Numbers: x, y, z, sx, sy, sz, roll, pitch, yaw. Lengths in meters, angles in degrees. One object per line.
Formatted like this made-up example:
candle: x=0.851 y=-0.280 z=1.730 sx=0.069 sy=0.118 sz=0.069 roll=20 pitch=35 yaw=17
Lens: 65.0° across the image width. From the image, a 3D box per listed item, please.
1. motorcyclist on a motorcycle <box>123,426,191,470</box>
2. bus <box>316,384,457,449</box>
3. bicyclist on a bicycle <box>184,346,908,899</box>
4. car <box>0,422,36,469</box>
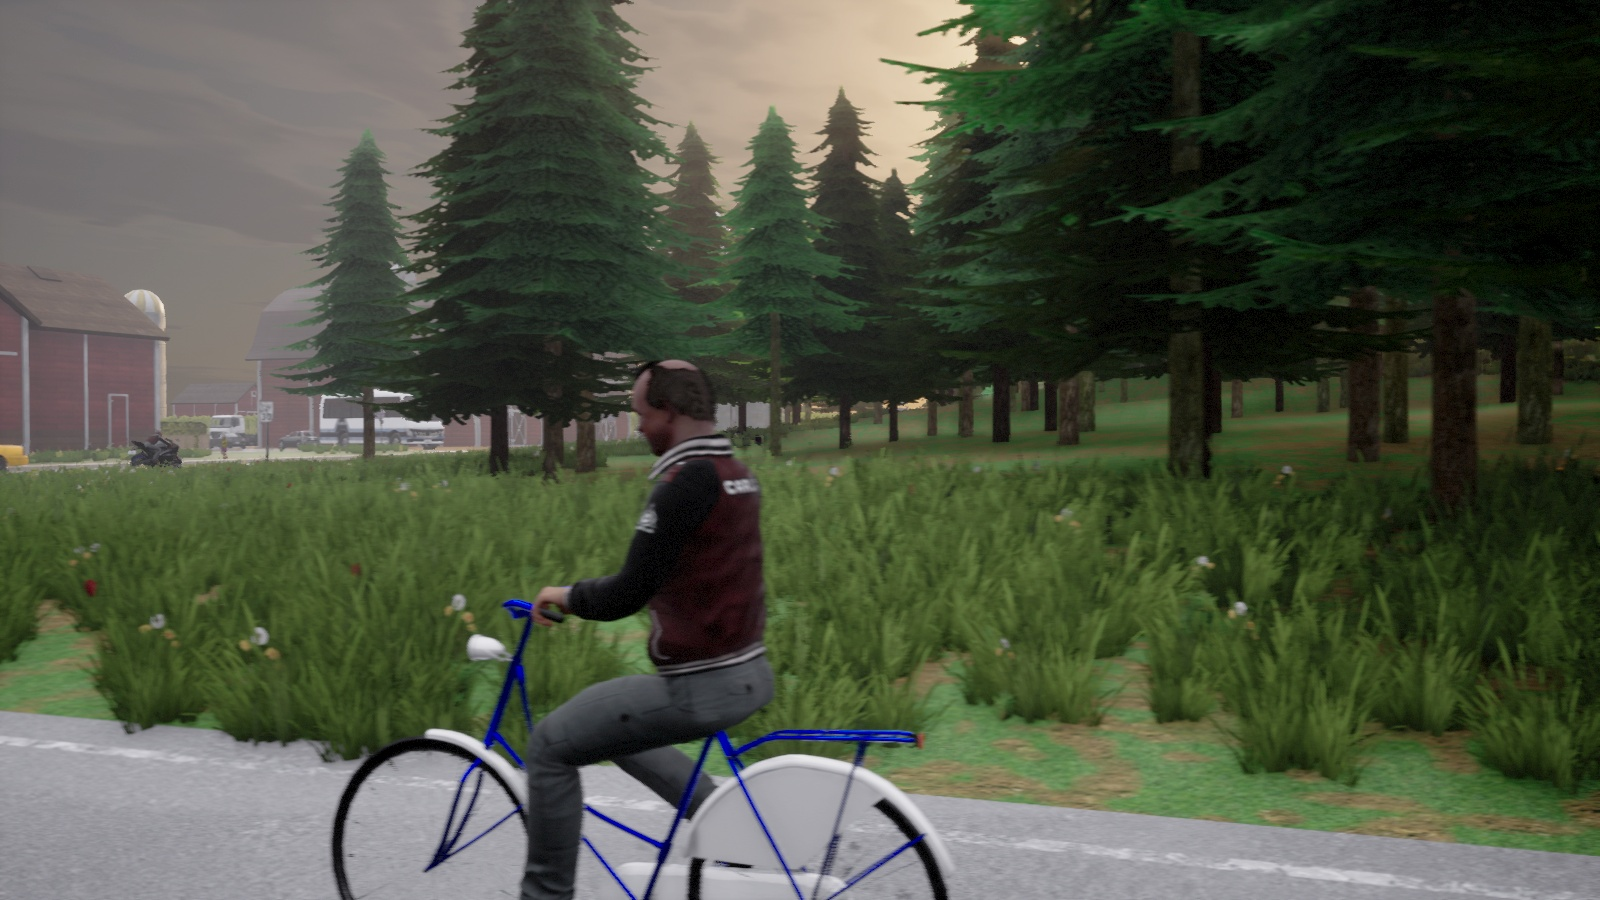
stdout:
motorcyclist on a motorcycle: x=-23.039 y=-0.086 z=45.020 sx=0.866 sy=1.530 sz=2.191 roll=1 pitch=1 yaw=19
bus: x=-28.660 y=-2.263 z=86.844 sx=10.273 sy=4.253 sz=3.944 roll=1 pitch=1 yaw=35
bicyclist on a bicycle: x=-0.691 y=0.640 z=3.424 sx=1.843 sy=1.776 sz=0.659 roll=1 pitch=1 yaw=19
car: x=-28.074 y=-0.137 z=41.051 sx=1.801 sy=1.575 sz=5.366 roll=1 pitch=1 yaw=19
